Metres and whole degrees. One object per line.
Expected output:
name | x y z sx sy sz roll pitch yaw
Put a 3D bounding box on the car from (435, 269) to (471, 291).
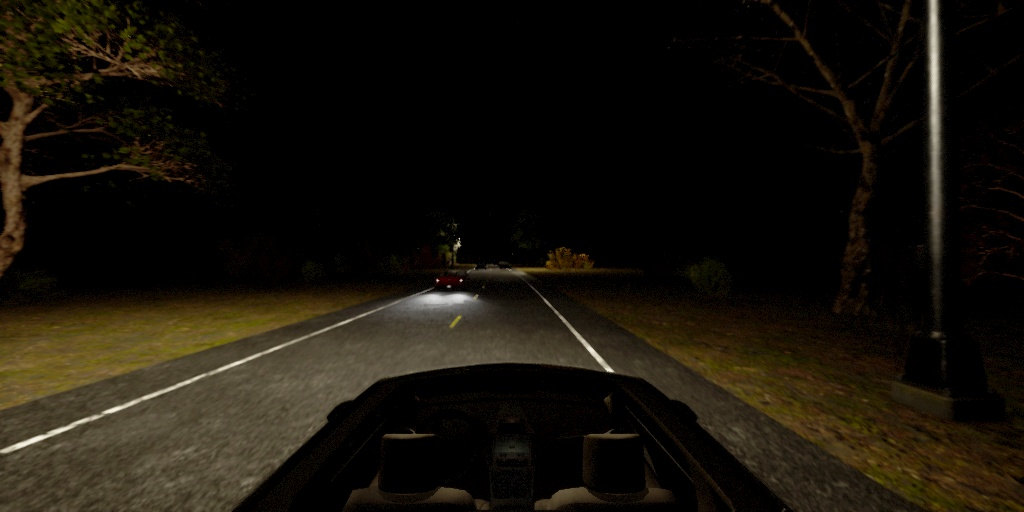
car | -3.871 1.584 24.041 1.895 1.301 4.718 0 -1 -1
